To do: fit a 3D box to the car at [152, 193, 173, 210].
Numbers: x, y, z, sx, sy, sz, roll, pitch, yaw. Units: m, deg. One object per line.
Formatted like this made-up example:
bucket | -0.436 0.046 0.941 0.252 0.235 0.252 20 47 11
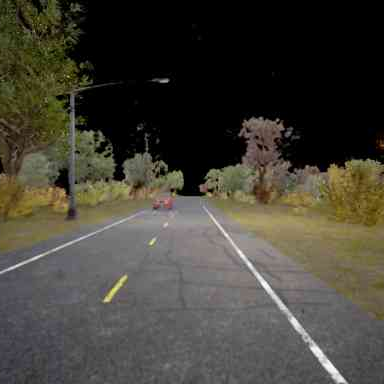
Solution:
car | -3.498 1.144 41.389 2.150 2.045 5.566 0 0 0
